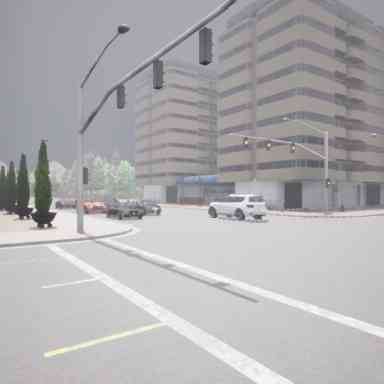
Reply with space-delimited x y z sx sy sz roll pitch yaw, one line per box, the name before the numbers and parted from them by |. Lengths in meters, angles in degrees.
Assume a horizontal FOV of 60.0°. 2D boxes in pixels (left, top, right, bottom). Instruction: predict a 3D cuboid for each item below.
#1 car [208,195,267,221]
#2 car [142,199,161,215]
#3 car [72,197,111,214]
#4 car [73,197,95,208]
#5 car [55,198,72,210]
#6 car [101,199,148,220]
car | 3.621 1.221 27.348 2.150 2.045 5.566 0 0 -35
car | -4.811 1.491 32.993 2.128 1.511 4.902 0 0 -35
car | -10.744 1.352 35.403 2.097 1.767 4.553 0 0 -35
car | -15.943 1.505 49.045 1.837 1.490 4.892 0 0 -34
car | -16.805 1.526 44.141 1.812 1.442 4.674 0 0 -35
car | -5.788 1.564 28.270 1.994 1.385 4.181 0 0 -35
